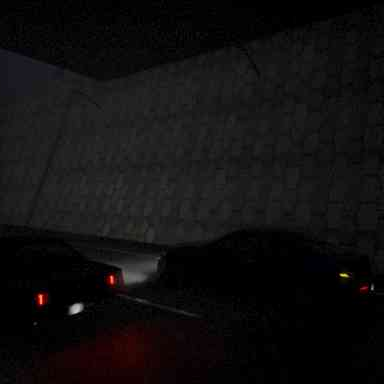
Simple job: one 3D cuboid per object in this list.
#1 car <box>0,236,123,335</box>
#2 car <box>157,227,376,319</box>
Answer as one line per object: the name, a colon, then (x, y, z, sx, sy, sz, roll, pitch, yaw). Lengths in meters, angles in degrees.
car: (-3.643, 1.546, 6.574, 4.718, 1.301, 1.895, 1, 0, 35)
car: (1.363, 1.501, 7.313, 4.674, 1.442, 1.812, 0, 0, 35)
